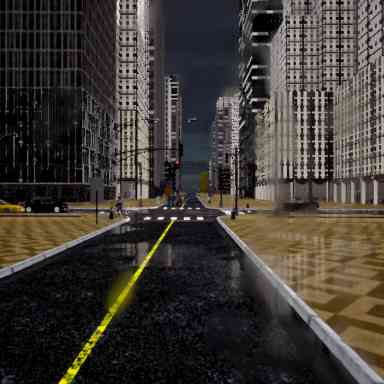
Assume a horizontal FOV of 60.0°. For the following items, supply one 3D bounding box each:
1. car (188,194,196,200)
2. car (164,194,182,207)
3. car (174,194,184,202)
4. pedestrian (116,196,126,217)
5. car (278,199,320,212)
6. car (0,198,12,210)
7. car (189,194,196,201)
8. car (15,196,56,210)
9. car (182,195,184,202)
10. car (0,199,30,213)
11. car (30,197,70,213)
[{"bbox_3d":[0.051,1.342,93.584,2.128,1.511,4.902,0,0,0],"label":"car"},{"bbox_3d":[-3.087,1.349,51.907,2.097,1.767,4.553,0,0,1],"label":"car"},{"bbox_3d":[-2.958,1.345,77.750,2.097,1.767,4.553,0,0,0],"label":"car"},{"bbox_3d":[-5.874,1.141,27.285,0.375,1.860,0.375,0,0,0],"label":"pedestrian"},{"bbox_3d":[12.305,1.561,38.747,4.902,1.511,2.128,0,0,-3],"label":"car"},{"bbox_3d":[-24.860,1.438,40.847,4.403,1.369,2.008,0,-1,-1],"label":"car"},{"bbox_3d":[0.045,1.520,83.163,2.033,1.411,5.357,0,0,0],"label":"car"},{"bbox_3d":[-19.183,1.361,40.968,4.097,1.590,1.967,0,-1,-1],"label":"car"},{"bbox_3d":[-2.988,1.540,67.380,2.033,1.411,5.357,0,0,1],"label":"car"},{"bbox_3d":[-18.877,1.415,32.332,4.829,1.417,1.752,0,-1,-1],"label":"car"},{"bbox_3d":[-15.403,1.424,35.101,4.892,1.490,1.837,0,0,-1],"label":"car"}]
